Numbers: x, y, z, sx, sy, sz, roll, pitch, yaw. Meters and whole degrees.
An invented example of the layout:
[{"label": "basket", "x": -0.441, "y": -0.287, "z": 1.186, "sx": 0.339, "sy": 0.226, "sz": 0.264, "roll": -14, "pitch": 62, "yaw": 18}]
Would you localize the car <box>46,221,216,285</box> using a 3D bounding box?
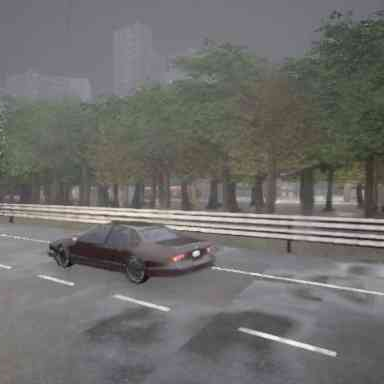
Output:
[{"label": "car", "x": -1.945, "y": 1.549, "z": 9.556, "sx": 5.357, "sy": 1.411, "sz": 2.033, "roll": 0, "pitch": 0, "yaw": 36}]
